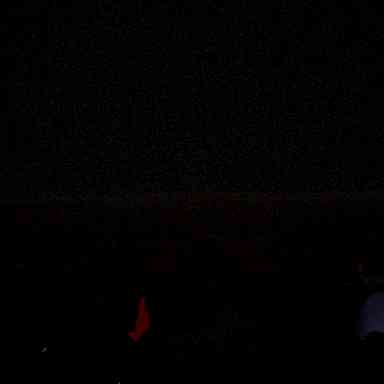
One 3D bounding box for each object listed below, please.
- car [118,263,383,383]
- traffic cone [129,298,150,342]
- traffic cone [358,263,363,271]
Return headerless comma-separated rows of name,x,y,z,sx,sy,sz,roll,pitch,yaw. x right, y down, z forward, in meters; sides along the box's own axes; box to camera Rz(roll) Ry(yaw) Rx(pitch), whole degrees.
car,1.377,1.552,3.524,4.181,1.385,1.994,0,0,-29
traffic cone,-0.753,1.920,5.109,0.340,0.580,0.340,0,0,-32
traffic cone,3.864,1.934,7.649,0.340,0.580,0.340,0,0,-26
